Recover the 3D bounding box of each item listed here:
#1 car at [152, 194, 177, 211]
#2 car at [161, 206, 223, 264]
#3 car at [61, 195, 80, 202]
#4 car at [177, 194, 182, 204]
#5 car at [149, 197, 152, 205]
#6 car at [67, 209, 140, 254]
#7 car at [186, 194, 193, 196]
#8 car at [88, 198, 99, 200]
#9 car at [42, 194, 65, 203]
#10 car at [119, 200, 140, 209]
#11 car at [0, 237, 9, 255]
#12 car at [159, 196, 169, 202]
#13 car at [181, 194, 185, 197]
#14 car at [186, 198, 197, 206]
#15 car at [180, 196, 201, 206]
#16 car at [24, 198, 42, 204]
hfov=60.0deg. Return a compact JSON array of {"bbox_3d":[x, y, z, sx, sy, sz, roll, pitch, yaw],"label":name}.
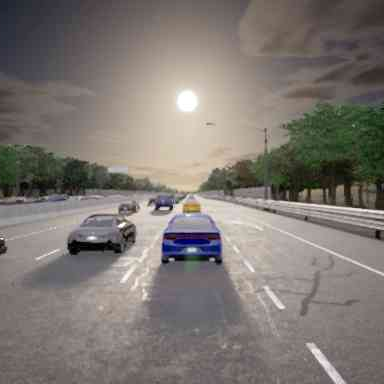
[{"bbox_3d":[-3.542,1.324,43.427,2.150,2.045,5.566,0,0,0],"label":"car"},{"bbox_3d":[-0.003,1.499,11.926,1.882,1.535,5.008,0,0,0],"label":"car"},{"bbox_3d":[-21.078,1.675,59.133,1.812,1.442,4.674,0,0,0],"label":"car"},{"bbox_3d":[-3.573,1.742,68.852,1.994,1.385,4.181,0,0,0],"label":"car"},{"bbox_3d":[-7.068,1.666,62.936,1.837,1.490,4.892,0,0,0],"label":"car"},{"bbox_3d":[-3.505,1.590,13.633,1.994,1.385,4.181,0,0,0],"label":"car"},{"bbox_3d":[-0.094,1.825,85.038,1.895,1.301,4.718,0,0,0],"label":"car"},{"bbox_3d":[-17.574,1.697,59.147,2.033,1.411,5.357,0,0,0],"label":"car"},{"bbox_3d":[-24.569,1.373,60.453,2.150,2.045,5.566,0,0,0],"label":"car"},{"bbox_3d":[-7.032,1.612,37.440,1.812,1.442,4.674,0,0,0],"label":"car"},{"bbox_3d":[-6.999,1.564,8.552,2.033,1.411,5.357,0,0,0],"label":"car"},{"bbox_3d":[-7.093,1.754,84.219,2.128,1.511,4.902,0,0,0],"label":"car"},{"bbox_3d":[-3.601,1.750,90.998,1.837,1.490,4.892,0,0,0],"label":"car"},{"bbox_3d":[-0.062,1.746,58.655,1.895,1.301,4.718,0,0,0],"label":"car"},{"bbox_3d":[-0.029,1.558,35.714,1.882,1.535,5.008,0,0,0],"label":"car"},{"bbox_3d":[-28.072,1.709,59.114,1.994,1.385,4.181,0,0,0],"label":"car"}]
